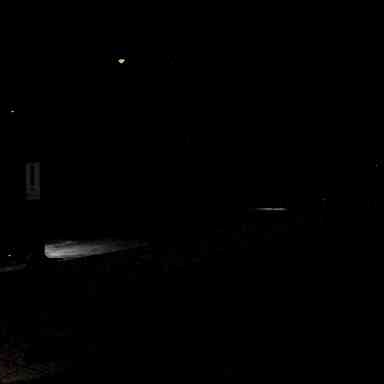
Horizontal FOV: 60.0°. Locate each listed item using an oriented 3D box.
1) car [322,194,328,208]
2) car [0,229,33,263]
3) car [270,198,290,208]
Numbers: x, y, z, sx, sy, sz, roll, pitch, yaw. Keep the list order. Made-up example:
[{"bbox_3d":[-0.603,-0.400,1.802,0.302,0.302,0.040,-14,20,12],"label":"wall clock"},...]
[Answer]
[{"bbox_3d":[20.613,1.255,48.507,2.150,2.045,5.566,-1,-1,35],"label":"car"},{"bbox_3d":[-6.731,1.543,9.901,1.994,1.385,4.181,-1,0,35],"label":"car"},{"bbox_3d":[13.068,1.615,49.094,1.812,1.442,4.674,-1,-1,35],"label":"car"}]
